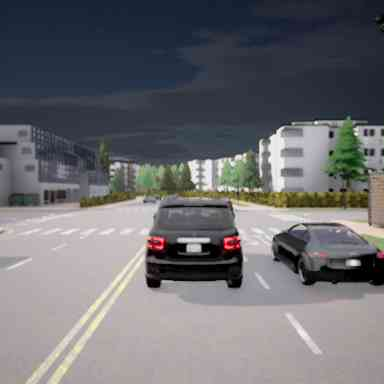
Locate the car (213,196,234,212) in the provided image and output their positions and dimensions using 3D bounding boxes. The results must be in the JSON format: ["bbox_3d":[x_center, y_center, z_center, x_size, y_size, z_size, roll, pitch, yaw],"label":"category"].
[{"bbox_3d":[3.463,1.313,37.911,1.882,1.535,5.008,0,0,-1],"label":"car"}]

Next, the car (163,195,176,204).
[{"bbox_3d":[-3.901,1.252,58.444,1.837,1.490,4.892,0,0,0],"label":"car"}]

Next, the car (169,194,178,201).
[{"bbox_3d":[-4.039,1.180,73.780,1.837,1.490,4.892,0,0,-1],"label":"car"}]

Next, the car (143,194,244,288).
[{"bbox_3d":[0.058,1.181,9.227,2.150,2.045,5.566,0,0,0],"label":"car"}]

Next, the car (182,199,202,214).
[{"bbox_3d":[-0.007,1.449,34.763,1.895,1.301,4.718,0,0,0],"label":"car"}]

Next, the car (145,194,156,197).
[{"bbox_3d":[-7.394,1.351,57.660,1.895,1.301,4.718,0,0,0],"label":"car"}]

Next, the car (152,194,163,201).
[{"bbox_3d":[-7.514,1.223,73.036,2.033,1.411,5.357,0,0,-1],"label":"car"}]

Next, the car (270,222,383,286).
[{"bbox_3d":[3.561,1.523,9.328,1.994,1.385,4.181,0,0,0],"label":"car"}]
